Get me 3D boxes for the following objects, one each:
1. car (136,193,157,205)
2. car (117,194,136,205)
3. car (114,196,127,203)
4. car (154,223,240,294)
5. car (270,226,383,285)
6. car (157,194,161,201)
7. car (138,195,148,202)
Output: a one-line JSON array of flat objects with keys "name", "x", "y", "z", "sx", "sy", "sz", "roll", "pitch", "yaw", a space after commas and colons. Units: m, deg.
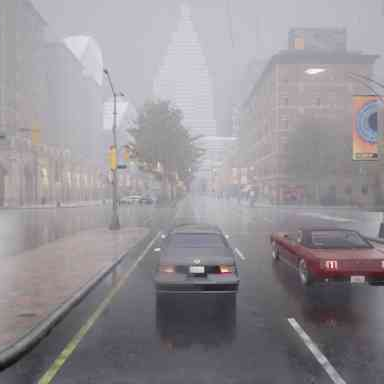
[{"name": "car", "x": -8.119, "y": 1.491, "z": 59.208, "sx": 2.128, "sy": 1.511, "sz": 4.902, "roll": 0, "pitch": 0, "yaw": 0}, {"name": "car", "x": -11.618, "y": 1.526, "z": 58.918, "sx": 1.812, "sy": 1.442, "sz": 4.674, "roll": 0, "pitch": 0, "yaw": 0}, {"name": "car", "x": -14.822, "y": 1.595, "z": 69.185, "sx": 1.895, "sy": 1.301, "sz": 4.718, "roll": 0, "pitch": 0, "yaw": 0}, {"name": "car", "x": 0.092, "y": 1.547, "z": 8.938, "sx": 2.033, "sy": 1.411, "sz": 5.357, "roll": 0, "pitch": 0, "yaw": 0}, {"name": "car", "x": 3.591, "y": 1.601, "z": 9.421, "sx": 1.895, "sy": 1.301, "sz": 4.718, "roll": 0, "pitch": 0, "yaw": 0}, {"name": "car", "x": -8.072, "y": 1.526, "z": 68.976, "sx": 1.812, "sy": 1.442, "sz": 4.674, "roll": 0, "pitch": 0, "yaw": 0}, {"name": "car", "x": -11.583, "y": 1.524, "z": 79.198, "sx": 1.812, "sy": 1.442, "sz": 4.674, "roll": 0, "pitch": 0, "yaw": 0}]
